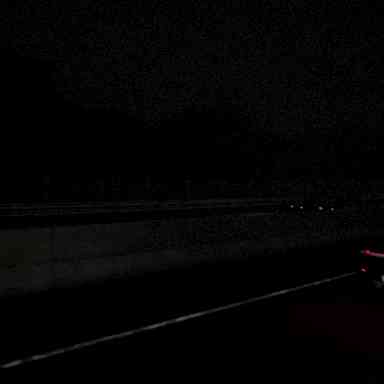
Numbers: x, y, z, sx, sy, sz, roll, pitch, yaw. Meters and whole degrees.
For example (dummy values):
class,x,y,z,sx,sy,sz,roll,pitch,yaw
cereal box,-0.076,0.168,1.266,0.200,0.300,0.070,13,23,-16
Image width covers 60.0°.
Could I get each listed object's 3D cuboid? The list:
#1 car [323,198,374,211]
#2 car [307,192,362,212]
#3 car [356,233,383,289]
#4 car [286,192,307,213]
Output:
class,x,y,z,sx,sy,sz,roll,pitch,yaw
car,12.354,1.404,25.333,4.181,1.385,1.994,-1,1,-34
car,13.418,1.009,30.289,5.566,2.045,2.150,-1,1,-34
car,5.812,1.471,7.821,4.902,1.511,2.128,0,0,-35
car,11.884,0.999,33.476,5.566,2.045,2.150,-1,1,-34
